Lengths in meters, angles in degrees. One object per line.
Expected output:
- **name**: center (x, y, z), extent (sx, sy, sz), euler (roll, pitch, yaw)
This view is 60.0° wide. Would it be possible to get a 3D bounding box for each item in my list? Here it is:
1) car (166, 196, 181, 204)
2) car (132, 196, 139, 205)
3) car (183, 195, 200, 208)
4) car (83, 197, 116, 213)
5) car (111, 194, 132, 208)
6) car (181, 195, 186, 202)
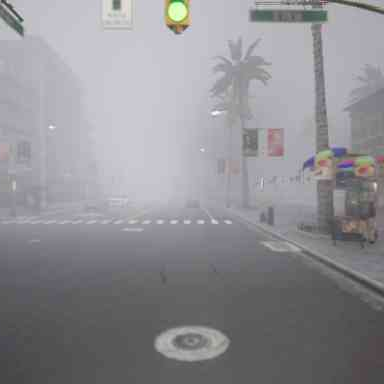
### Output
- **car**: center (-3.676, 1.602, 66.684), extent (1.994, 1.385, 4.181), euler (0, 0, -4)
- **car**: center (-10.513, 1.513, 58.104), extent (1.882, 1.535, 5.008), euler (0, 0, 0)
- **car**: center (0.088, 1.592, 47.869), extent (1.994, 1.385, 4.181), euler (0, 0, 0)
- **car**: center (-10.548, 1.571, 37.404), extent (2.033, 1.411, 5.357), euler (0, 0, 1)
- **car**: center (-10.522, 1.251, 47.652), extent (2.150, 2.045, 5.566), euler (0, 0, 0)
- **car**: center (-1.349, 1.400, 75.953), extent (2.097, 1.767, 4.553), euler (0, 0, -12)
